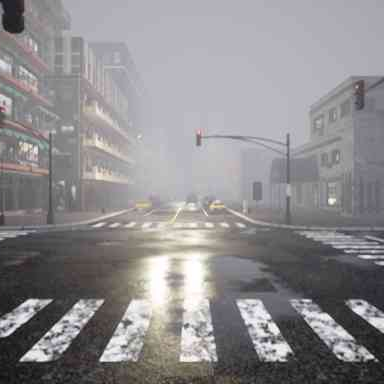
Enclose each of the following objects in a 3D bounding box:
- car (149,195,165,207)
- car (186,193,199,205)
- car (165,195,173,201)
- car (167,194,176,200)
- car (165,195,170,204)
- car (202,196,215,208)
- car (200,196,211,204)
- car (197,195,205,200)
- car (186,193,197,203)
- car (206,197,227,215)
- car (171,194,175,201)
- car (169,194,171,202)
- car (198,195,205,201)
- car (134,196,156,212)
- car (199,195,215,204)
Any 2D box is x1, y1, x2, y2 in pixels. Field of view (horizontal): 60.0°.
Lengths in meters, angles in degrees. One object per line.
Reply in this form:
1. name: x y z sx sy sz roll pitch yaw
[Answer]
1. car: -5.738 1.346 50.597 2.192 1.841 5.009 0 0 0
2. car: -0.061 1.396 60.762 2.097 1.767 4.553 0 0 0
3. car: -5.772 1.525 83.832 1.967 1.590 4.097 0 0 0
4. car: -5.783 1.423 94.912 2.192 1.841 5.009 0 0 0
5. car: -5.750 1.596 61.675 2.008 1.369 4.403 0 0 0
6. car: 2.647 1.606 45.067 1.802 1.307 4.206 0 0 0
7. car: 2.625 1.605 67.223 2.008 1.369 4.403 0 0 0
8. car: 2.596 1.659 94.919 2.008 1.369 4.403 0 0 0
9. car: -0.071 1.174 70.825 2.150 2.045 5.566 0 0 0
10. car: 2.658 1.540 34.158 1.752 1.417 4.829 0 0 0
11. car: -5.767 1.619 78.294 1.887 1.381 4.507 0 0 0
12. car: -5.756 1.579 67.044 1.752 1.417 4.829 0 0 0
13. car: 2.602 1.622 89.550 1.752 1.417 4.829 0 0 0
14. car: -5.728 1.545 39.348 1.752 1.417 4.829 0 0 0
15. car: 2.642 1.346 50.606 2.192 1.841 5.009 0 0 0
